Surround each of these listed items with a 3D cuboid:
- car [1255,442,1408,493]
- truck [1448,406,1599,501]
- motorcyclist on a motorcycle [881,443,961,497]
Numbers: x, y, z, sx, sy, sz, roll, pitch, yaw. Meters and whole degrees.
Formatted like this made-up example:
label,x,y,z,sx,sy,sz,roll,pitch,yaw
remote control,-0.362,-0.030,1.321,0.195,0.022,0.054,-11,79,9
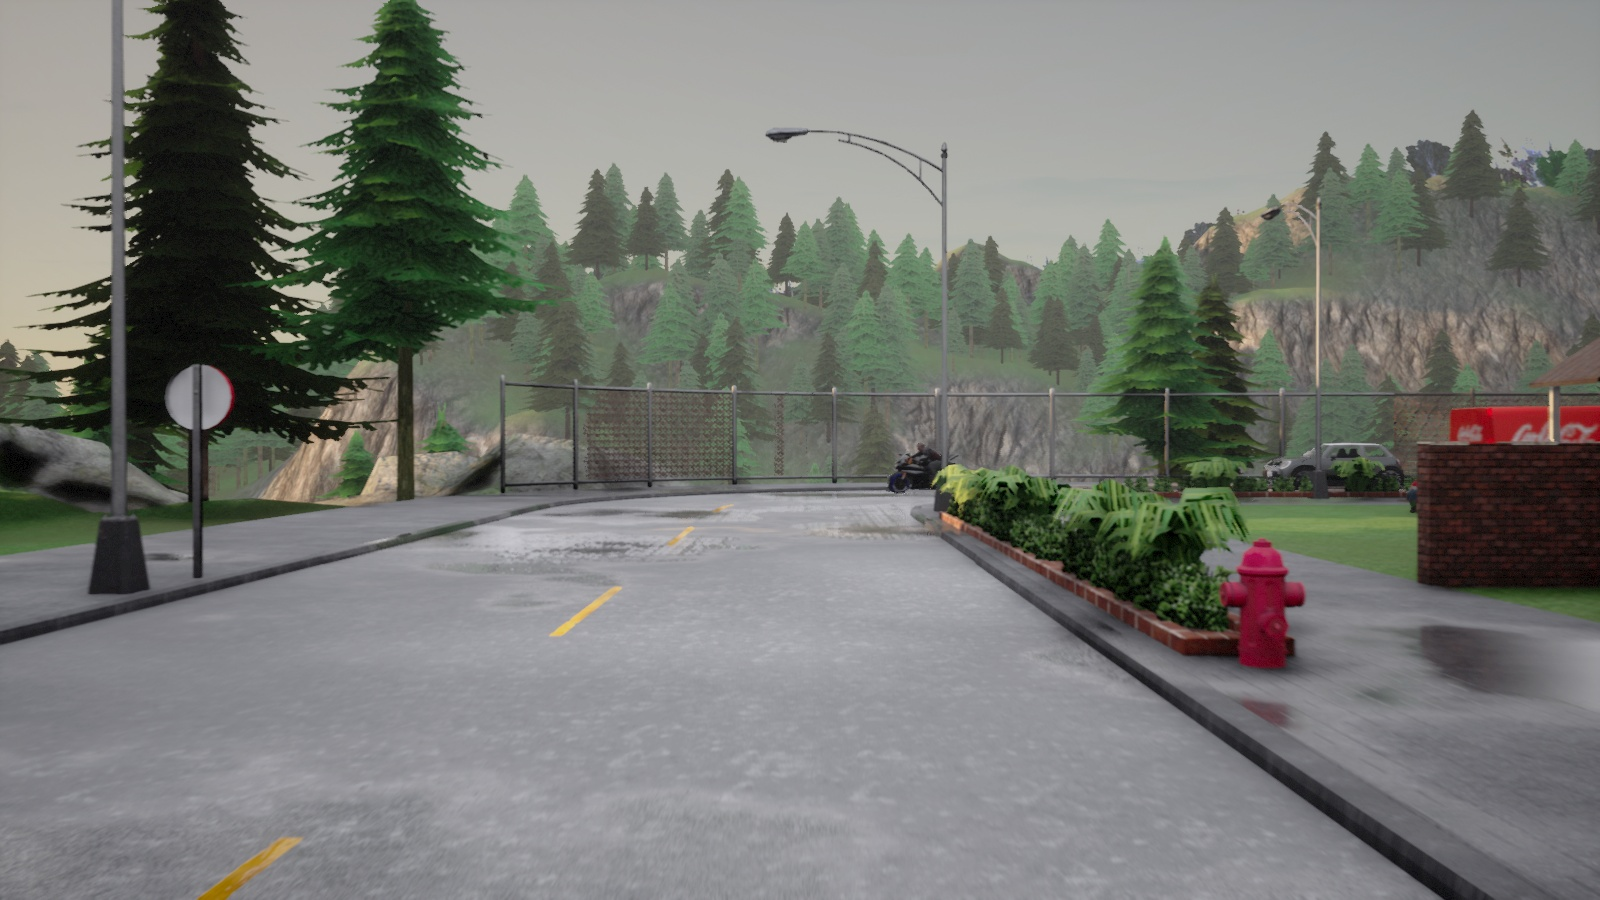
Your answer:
label,x,y,z,sx,sy,sz,roll,pitch,yaw
car,15.974,0.511,37.886,3.806,1.475,1.970,0,0,0
truck,20.751,0.086,33.861,5.204,2.467,2.627,0,0,0
motorcyclist on a motorcycle,3.581,0.577,37.135,2.191,1.530,0.866,0,1,-16
